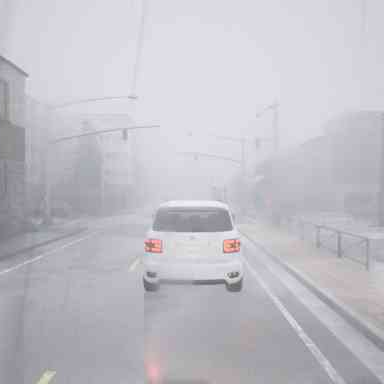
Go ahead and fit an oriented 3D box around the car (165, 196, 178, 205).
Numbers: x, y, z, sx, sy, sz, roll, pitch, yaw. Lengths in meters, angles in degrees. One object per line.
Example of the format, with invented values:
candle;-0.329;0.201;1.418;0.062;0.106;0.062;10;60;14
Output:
car;-3.687;1.492;61.416;2.128;1.511;4.902;0;0;0

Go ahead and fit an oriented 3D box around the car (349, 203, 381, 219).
car;16.656;1.740;30.263;4.181;1.385;1.994;0;0;0

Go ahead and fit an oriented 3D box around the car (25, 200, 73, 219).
car;-13.296;1.529;30.171;4.553;1.767;2.097;0;0;-5

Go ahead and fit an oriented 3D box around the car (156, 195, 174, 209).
car;-3.691;1.353;46.594;2.097;1.767;4.553;0;0;0

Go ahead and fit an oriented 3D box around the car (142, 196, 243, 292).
car;0.035;1.221;9.080;2.150;2.045;5.566;0;0;1
